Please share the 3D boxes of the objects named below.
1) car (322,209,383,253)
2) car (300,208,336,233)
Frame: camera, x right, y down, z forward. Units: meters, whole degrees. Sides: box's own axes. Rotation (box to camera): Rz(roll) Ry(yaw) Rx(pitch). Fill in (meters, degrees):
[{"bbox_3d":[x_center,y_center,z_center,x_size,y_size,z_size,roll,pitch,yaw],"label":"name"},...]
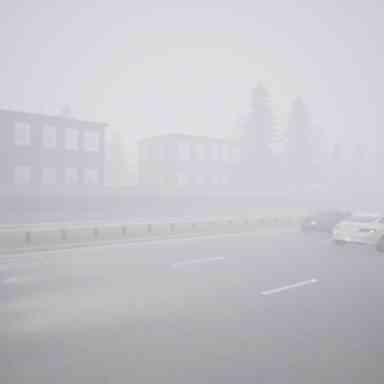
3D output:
[{"bbox_3d":[7.737,1.568,13.987,4.674,1.442,1.812,0,0,-37],"label":"car"},{"bbox_3d":[7.936,1.597,18.485,4.181,1.385,1.994,0,0,-37],"label":"car"}]
